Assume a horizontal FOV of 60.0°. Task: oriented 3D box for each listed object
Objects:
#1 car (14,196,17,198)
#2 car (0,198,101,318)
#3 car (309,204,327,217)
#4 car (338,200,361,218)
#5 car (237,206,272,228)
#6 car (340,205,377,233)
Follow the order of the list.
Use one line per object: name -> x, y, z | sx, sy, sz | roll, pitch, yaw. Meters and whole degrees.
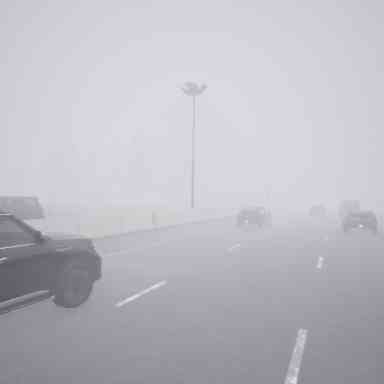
car -> -10.344, 1.232, 17.199 | 2.150, 2.045, 5.566 | 0, -1, 24
car -> -3.870, 1.211, 5.253 | 2.150, 2.045, 5.566 | 0, 0, 24
car -> 15.553, 2.248, 41.154 | 1.837, 1.490, 4.892 | 0, -1, 23
car -> 17.704, 1.929, 37.324 | 2.150, 2.045, 5.566 | 0, -1, 24
car -> 4.765, 1.807, 25.118 | 1.837, 1.490, 4.892 | 0, -1, 23
car -> 11.163, 1.847, 22.277 | 1.837, 1.490, 4.892 | 0, -1, 23
